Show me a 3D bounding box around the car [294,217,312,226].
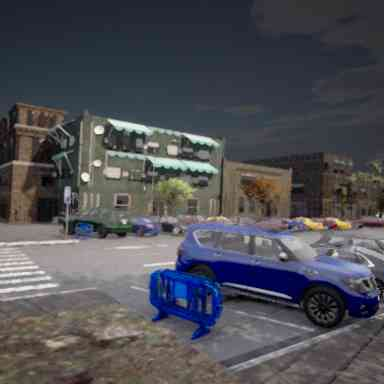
[{"bbox_3d":[9.920,3.456,36.149,5.008,1.535,2.097,0,-3,34],"label":"car"}]

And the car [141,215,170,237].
[{"bbox_3d":[-4.379,2.600,25.677,4.674,1.452,2.002,0,-3,34],"label":"car"}]

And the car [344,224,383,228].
[{"bbox_3d":[9.429,2.644,14.745,4.553,1.767,2.185,2,-1,34],"label":"car"}]

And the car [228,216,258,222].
[{"bbox_3d":[2.930,3.006,30.821,5.366,1.575,1.946,0,-3,34],"label":"car"}]

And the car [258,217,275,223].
[{"bbox_3d":[5.151,3.159,32.662,4.892,1.521,2.231,0,-3,34],"label":"car"}]

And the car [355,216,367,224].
[{"bbox_3d":[19.486,4.085,43.132,4.792,1.488,2.163,0,-3,34],"label":"car"}]

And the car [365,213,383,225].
[{"bbox_3d":[26.590,4.378,48.405,4.553,1.767,2.185,0,-3,34],"label":"car"}]

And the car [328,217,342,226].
[{"bbox_3d":[14.695,3.756,39.652,5.008,1.535,2.097,0,-3,34],"label":"car"}]

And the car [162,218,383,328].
[{"bbox_3d":[2.134,2.061,9.409,5.566,2.045,2.435,2,-2,34],"label":"car"}]

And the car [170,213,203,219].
[{"bbox_3d":[-1.998,2.710,27.428,4.892,1.521,2.231,0,-3,34],"label":"car"}]

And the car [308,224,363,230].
[{"bbox_3d":[6.946,2.490,13.000,4.553,1.767,2.185,2,-2,34],"label":"car"}]

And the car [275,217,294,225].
[{"bbox_3d":[7.513,3.336,34.419,4.792,1.488,2.163,0,-3,34],"label":"car"}]

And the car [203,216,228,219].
[{"bbox_3d":[0.369,2.733,29.196,4.553,1.767,2.185,0,-3,34],"label":"car"}]

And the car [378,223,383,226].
[{"bbox_3d":[11.864,2.797,16.537,4.553,1.767,2.185,2,-1,34],"label":"car"}]

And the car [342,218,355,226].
[{"bbox_3d":[16.918,3.901,41.491,5.366,1.575,1.946,0,-3,34],"label":"car"}]

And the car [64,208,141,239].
[{"bbox_3d":[-6.781,2.159,23.951,5.566,2.045,2.435,0,-3,34],"label":"car"}]

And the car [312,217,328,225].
[{"bbox_3d":[12.150,3.603,37.999,5.366,1.575,1.946,0,-3,34],"label":"car"}]
